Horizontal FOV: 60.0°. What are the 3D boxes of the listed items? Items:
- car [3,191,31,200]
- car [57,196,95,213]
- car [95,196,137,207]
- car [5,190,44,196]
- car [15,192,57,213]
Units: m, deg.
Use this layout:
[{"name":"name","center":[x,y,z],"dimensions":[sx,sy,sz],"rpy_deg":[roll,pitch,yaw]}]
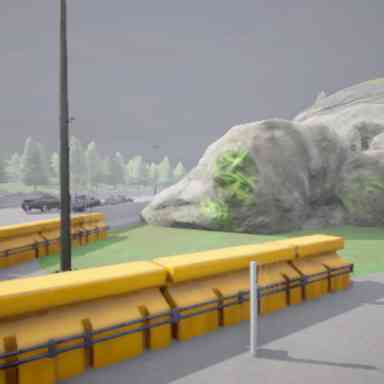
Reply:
[{"name":"car","center":[-31.180,0.533,59.387],"dimensions":[1.812,1.442,4.674],"rpy_deg":[0,1,14]},{"name":"car","center":[-9.582,1.026,29.589],"dimensions":[1.994,1.385,4.181],"rpy_deg":[0,1,14]},{"name":"car","center":[-6.170,1.018,28.810],"dimensions":[1.994,1.385,4.181],"rpy_deg":[0,1,14]},{"name":"car","center":[-23.569,0.817,46.552],"dimensions":[1.895,1.301,4.718],"rpy_deg":[0,1,15]},{"name":"car","center":[-13.096,0.982,29.959],"dimensions":[1.837,1.490,4.892],"rpy_deg":[0,0,14]}]
